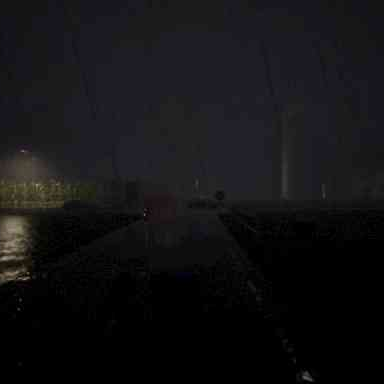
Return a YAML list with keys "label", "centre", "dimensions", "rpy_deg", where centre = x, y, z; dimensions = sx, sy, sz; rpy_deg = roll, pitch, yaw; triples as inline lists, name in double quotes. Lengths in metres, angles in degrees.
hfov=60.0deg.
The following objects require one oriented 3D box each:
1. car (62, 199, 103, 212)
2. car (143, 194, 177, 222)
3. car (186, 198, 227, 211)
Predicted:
- label: "car"
  centre: [-12.984, 1.617, 39.498]
  dimensions: [4.674, 1.442, 1.812]
  rpy_deg: [1, -1, -3]
- label: "car"
  centre: [-2.399, 1.215, 26.325]
  dimensions: [2.150, 2.045, 5.566]
  rpy_deg: [0, 0, 2]
- label: "car"
  centre: [1.708, 1.477, 40.076]
  dimensions: [4.902, 1.511, 2.128]
  rpy_deg: [0, 0, -2]
